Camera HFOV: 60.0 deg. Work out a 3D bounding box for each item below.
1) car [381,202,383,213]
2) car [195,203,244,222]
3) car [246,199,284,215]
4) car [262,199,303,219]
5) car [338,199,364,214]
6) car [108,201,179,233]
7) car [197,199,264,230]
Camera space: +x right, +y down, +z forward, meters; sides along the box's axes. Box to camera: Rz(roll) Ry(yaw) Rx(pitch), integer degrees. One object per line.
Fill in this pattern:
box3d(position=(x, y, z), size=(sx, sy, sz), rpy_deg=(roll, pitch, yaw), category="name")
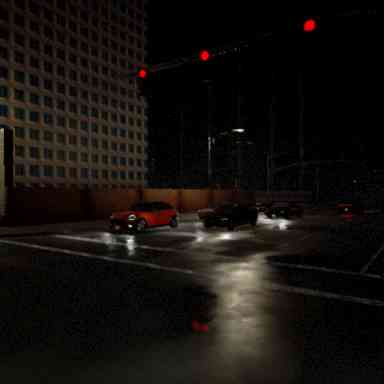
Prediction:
box3d(position=(22.256, 1.499, 36.881), size=(1.837, 1.490, 4.892), rpy_deg=(0, 0, 35), category="car")
box3d(position=(2.383, 1.616, 27.349), size=(1.895, 1.301, 4.718), rpy_deg=(0, 0, 35), category="car")
box3d(position=(7.678, 1.500, 34.764), size=(2.128, 1.511, 4.902), rpy_deg=(0, 0, 36), category="car")
box3d(position=(8.264, 1.556, 29.574), size=(2.033, 1.411, 5.357), rpy_deg=(0, 0, 36), category="car")
box3d(position=(16.898, 1.504, 35.375), size=(1.837, 1.490, 4.892), rpy_deg=(0, 0, 35), category="car")
box3d(position=(-2.813, 1.374, 20.034), size=(2.097, 1.767, 4.553), rpy_deg=(0, 0, 35), category="car")
box3d(position=(2.573, 1.494, 21.574), size=(1.882, 1.535, 5.008), rpy_deg=(0, 0, 35), category="car")
